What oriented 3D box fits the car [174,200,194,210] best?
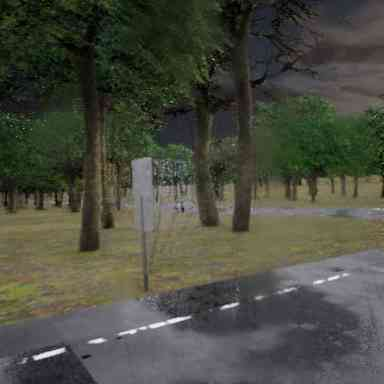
[{"bbox_3d":[-1.800,2.690,70.061,2.150,2.045,5.566,-4,1,-34],"label":"car"}]
